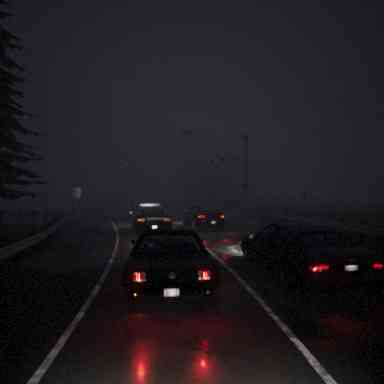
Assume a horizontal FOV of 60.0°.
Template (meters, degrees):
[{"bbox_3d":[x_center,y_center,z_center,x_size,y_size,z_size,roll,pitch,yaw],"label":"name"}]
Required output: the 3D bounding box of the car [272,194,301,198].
[{"bbox_3d":[18.689,1.507,66.060,4.181,1.385,1.994,0,0,-20],"label":"car"}]

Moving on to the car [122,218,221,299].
[{"bbox_3d":[-0.613,1.594,8.433,1.895,1.301,4.718,0,0,-6],"label":"car"}]

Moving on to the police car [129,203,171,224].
[{"bbox_3d":[-2.289,1.410,17.895,1.930,1.638,5.238,0,0,-13],"label":"police car"}]

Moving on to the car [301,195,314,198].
[{"bbox_3d":[28.485,1.460,77.567,4.674,1.442,1.812,0,0,-23],"label":"car"}]

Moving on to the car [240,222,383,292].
[{"bbox_3d":[2.838,1.540,9.052,2.033,1.411,5.357,0,0,-7],"label":"car"}]

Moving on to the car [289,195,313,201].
[{"bbox_3d":[26.357,1.473,80.437,5.357,1.411,2.033,0,0,-23],"label":"car"}]

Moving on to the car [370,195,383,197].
[{"bbox_3d":[45.764,1.453,80.647,4.674,1.442,1.812,0,0,-39],"label":"car"}]

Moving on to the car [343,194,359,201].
[{"bbox_3d":[41.096,1.283,85.860,4.553,1.767,2.097,0,0,-39],"label":"car"}]

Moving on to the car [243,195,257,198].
[{"bbox_3d":[14.305,1.466,71.873,4.902,1.511,2.128,0,0,-21],"label":"car"}]

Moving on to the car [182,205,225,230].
[{"bbox_3d":[0.652,1.509,20.590,1.812,1.442,4.674,0,0,-13],"label":"car"}]

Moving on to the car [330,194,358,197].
[{"bbox_3d":[32.916,1.441,71.958,4.892,1.490,1.837,0,0,-27],"label":"car"}]

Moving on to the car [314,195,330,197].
[{"bbox_3d":[30.439,1.463,74.624,4.674,1.442,1.812,0,0,-23],"label":"car"}]

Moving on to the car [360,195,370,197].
[{"bbox_3d":[43.360,1.469,83.194,5.357,1.411,2.033,0,0,-39],"label":"car"}]

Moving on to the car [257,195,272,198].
[{"bbox_3d":[16.429,1.298,68.933,4.553,1.767,2.097,0,0,-21],"label":"car"}]
